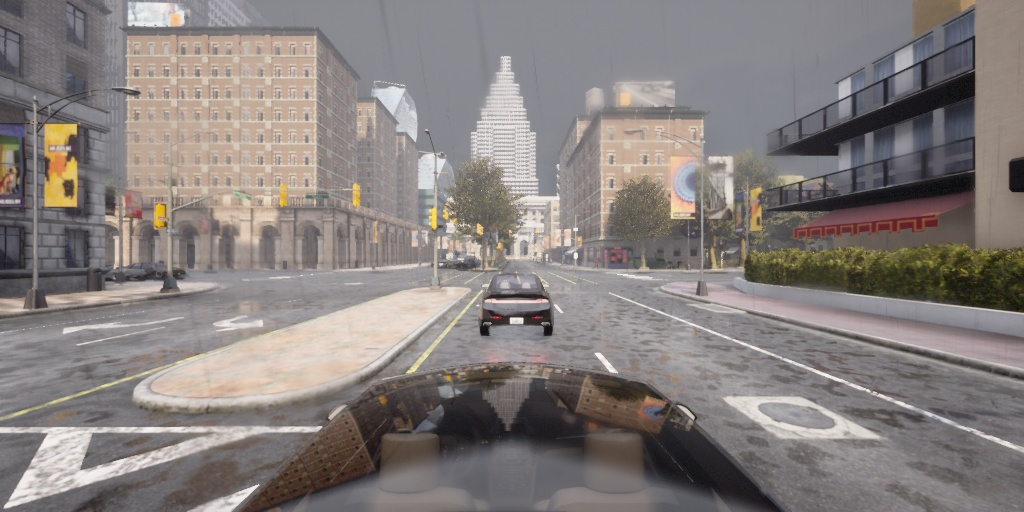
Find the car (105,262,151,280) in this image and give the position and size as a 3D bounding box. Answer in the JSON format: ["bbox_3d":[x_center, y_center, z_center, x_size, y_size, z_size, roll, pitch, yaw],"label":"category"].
[{"bbox_3d":[-33.820,1.351,30.082,4.718,1.301,1.895,0,0,0],"label":"car"}]

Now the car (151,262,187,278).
[{"bbox_3d":[-33.842,1.298,33.580,5.357,1.411,2.033,0,0,0],"label":"car"}]

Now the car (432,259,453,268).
[{"bbox_3d":[-11.502,1.243,60.590,2.128,1.511,4.902,0,0,0],"label":"car"}]

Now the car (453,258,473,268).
[{"bbox_3d":[-8.012,1.352,59.142,1.895,1.301,4.718,0,0,0],"label":"car"}]

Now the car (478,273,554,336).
[{"bbox_3d":[0.107,1.242,10.455,2.128,1.511,4.902,0,0,0],"label":"car"}]
